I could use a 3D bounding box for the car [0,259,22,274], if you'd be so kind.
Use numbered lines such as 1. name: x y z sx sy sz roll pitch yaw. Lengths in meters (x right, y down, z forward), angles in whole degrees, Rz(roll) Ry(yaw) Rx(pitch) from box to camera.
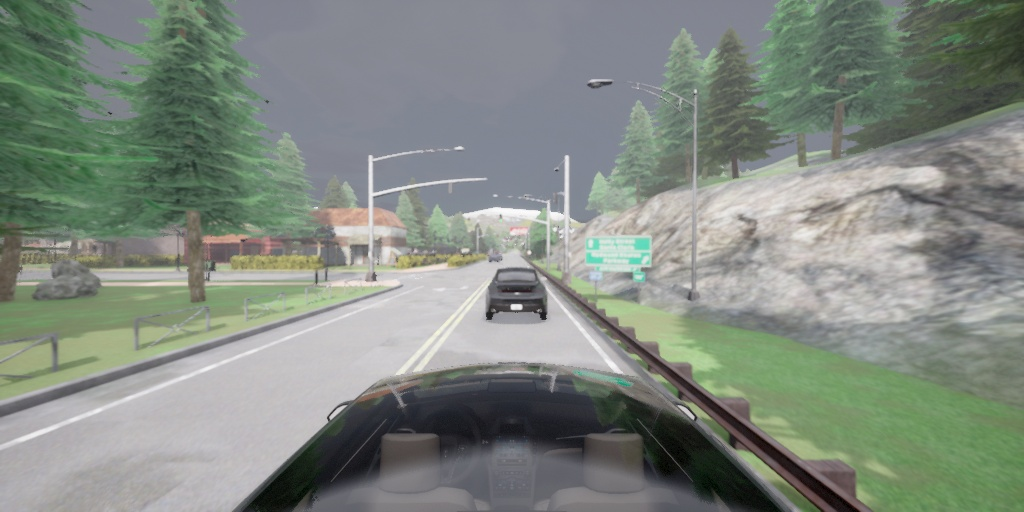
1. car: -47.946 0.963 33.159 4.674 1.442 1.812 0 1 11

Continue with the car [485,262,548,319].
1. car: 0.150 1.112 12.151 1.837 1.490 4.892 0 1 1

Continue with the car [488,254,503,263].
1. car: -3.084 0.467 62.158 2.033 1.411 5.357 0 1 1
